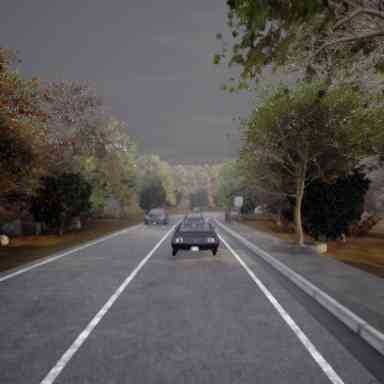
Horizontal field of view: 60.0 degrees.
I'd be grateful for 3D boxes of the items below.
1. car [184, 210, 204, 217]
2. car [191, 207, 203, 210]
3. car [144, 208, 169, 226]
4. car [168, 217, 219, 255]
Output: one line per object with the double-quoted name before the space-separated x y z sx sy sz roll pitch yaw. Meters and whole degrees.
"car" 0.159 2.583 30.625 1.895 1.301 4.718 0 -2 0
"car" 1.129 4.017 73.803 2.128 1.511 4.902 1 -2 14
"car" -3.490 2.444 33.480 2.097 1.767 4.553 0 -2 1
"car" 0.125 1.966 14.938 1.895 1.301 4.718 0 -2 0
